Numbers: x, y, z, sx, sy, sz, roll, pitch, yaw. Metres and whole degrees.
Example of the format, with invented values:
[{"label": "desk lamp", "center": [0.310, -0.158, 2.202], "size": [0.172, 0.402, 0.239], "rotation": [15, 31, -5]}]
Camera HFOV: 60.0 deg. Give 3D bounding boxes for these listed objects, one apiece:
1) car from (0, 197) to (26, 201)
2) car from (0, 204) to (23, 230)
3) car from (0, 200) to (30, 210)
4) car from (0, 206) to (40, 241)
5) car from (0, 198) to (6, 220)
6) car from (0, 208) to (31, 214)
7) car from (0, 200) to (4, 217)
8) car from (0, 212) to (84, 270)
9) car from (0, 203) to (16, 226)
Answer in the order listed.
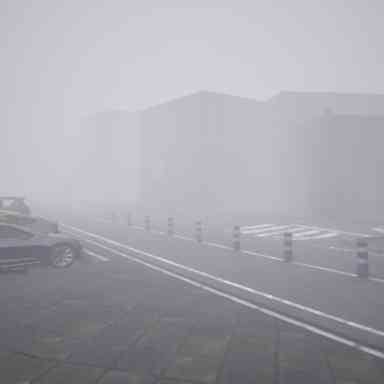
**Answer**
[{"label": "car", "center": [-11.922, 1.363, 18.423], "size": [5.566, 2.045, 2.435], "rotation": [-2, 1, -35]}, {"label": "car", "center": [-13.474, 1.627, 20.739], "size": [4.892, 1.521, 2.231], "rotation": [-2, 1, -35]}, {"label": "car", "center": [-8.751, 1.434, 13.840], "size": [4.553, 1.767, 2.185], "rotation": [-2, 0, -35]}, {"label": "car", "center": [-10.298, 1.591, 16.147], "size": [5.008, 1.535, 2.097], "rotation": [-2, 1, -35]}, {"label": "car", "center": [-18.214, 1.473, 27.625], "size": [4.553, 1.767, 2.185], "rotation": [-2, 2, -35]}, {"label": "car", "center": [-7.161, 1.550, 11.550], "size": [4.792, 1.488, 2.163], "rotation": [-2, 0, -35]}, {"label": "car", "center": [-19.800, 1.601, 29.920], "size": [4.792, 1.488, 2.163], "rotation": [-2, 2, -35]}, {"label": "car", "center": [-5.529, 1.509, 9.294], "size": [4.792, 1.488, 2.163], "rotation": [-2, 0, -35]}, {"label": "car", "center": [-15.036, 1.658, 23.038], "size": [4.792, 1.488, 2.163], "rotation": [-2, 1, -35]}]
